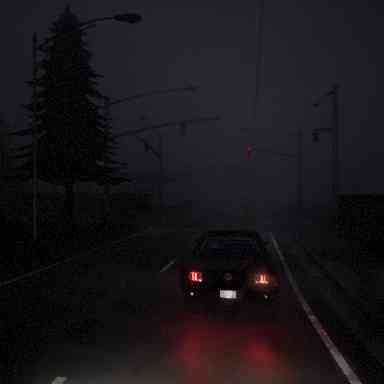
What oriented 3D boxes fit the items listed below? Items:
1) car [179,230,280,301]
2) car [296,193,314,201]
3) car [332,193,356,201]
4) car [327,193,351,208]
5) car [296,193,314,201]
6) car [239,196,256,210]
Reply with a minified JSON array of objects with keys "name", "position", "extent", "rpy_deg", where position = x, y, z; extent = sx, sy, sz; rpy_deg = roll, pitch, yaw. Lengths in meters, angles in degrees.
[{"name":"car","position":[0.980,1.601,8.337],"extent":[1.895,1.301,4.718],"rpy_deg":[0,0,8]},{"name":"car","position":[26.063,1.361,76.823],"extent":[3.806,1.475,1.970],"rpy_deg":[0,0,10]},{"name":"car","position":[34.421,1.097,75.395],"extent":[4.605,1.855,1.932],"rpy_deg":[0,0,10]},{"name":"car","position":[20.193,1.331,43.072],"extent":[5.027,1.636,2.152],"rpy_deg":[0,0,10]},{"name":"car","position":[27.239,1.077,79.992],"extent":[3.866,1.878,1.905],"rpy_deg":[0,0,10]},{"name":"car","position":[7.181,1.352,43.278],"extent":[2.097,1.767,4.553],"rpy_deg":[0,0,10]}]
